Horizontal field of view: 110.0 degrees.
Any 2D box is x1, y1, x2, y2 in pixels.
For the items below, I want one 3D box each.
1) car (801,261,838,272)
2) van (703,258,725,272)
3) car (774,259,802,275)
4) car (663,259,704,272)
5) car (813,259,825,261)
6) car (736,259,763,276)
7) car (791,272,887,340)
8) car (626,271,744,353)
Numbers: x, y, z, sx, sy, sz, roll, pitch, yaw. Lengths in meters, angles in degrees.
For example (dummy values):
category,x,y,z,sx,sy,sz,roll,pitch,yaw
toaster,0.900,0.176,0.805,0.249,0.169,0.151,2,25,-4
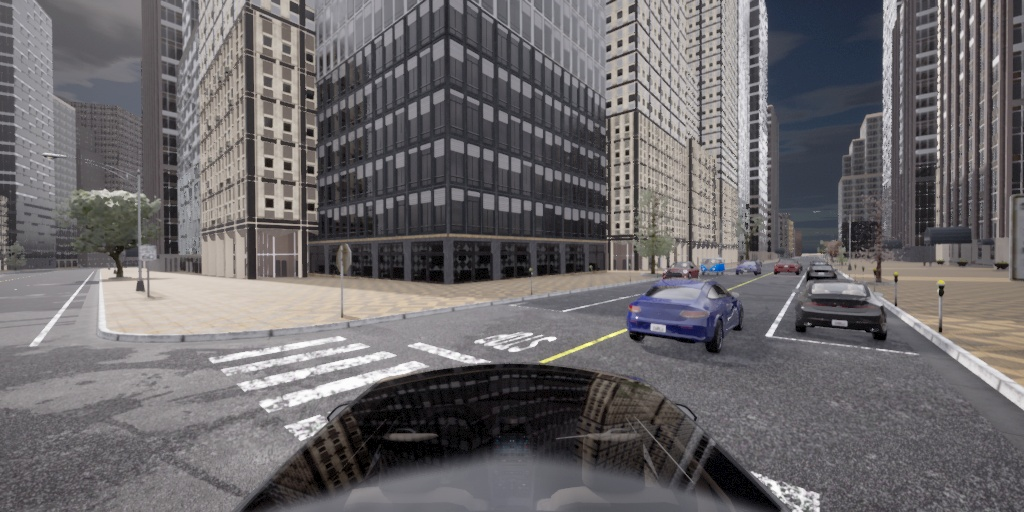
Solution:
category,x,y,z,sx,sy,sz,roll,pitch,yaw
car,23.411,1.303,27.149,1.948,1.339,4.313,0,0,40
van,20.676,1.058,36.880,1.690,1.789,3.998,0,0,40
car,29.233,1.077,38.032,2.097,1.767,4.553,0,0,41
car,13.376,1.164,28.277,1.967,1.591,4.097,0,0,40
car,34.365,1.292,40.056,1.948,1.339,4.313,0,0,40
car,24.914,1.246,37.711,1.812,1.442,4.674,0,0,40
car,8.906,1.300,9.859,2.007,1.370,4.403,0,0,40
car,4.405,1.271,8.909,1.812,1.442,4.674,0,0,40
